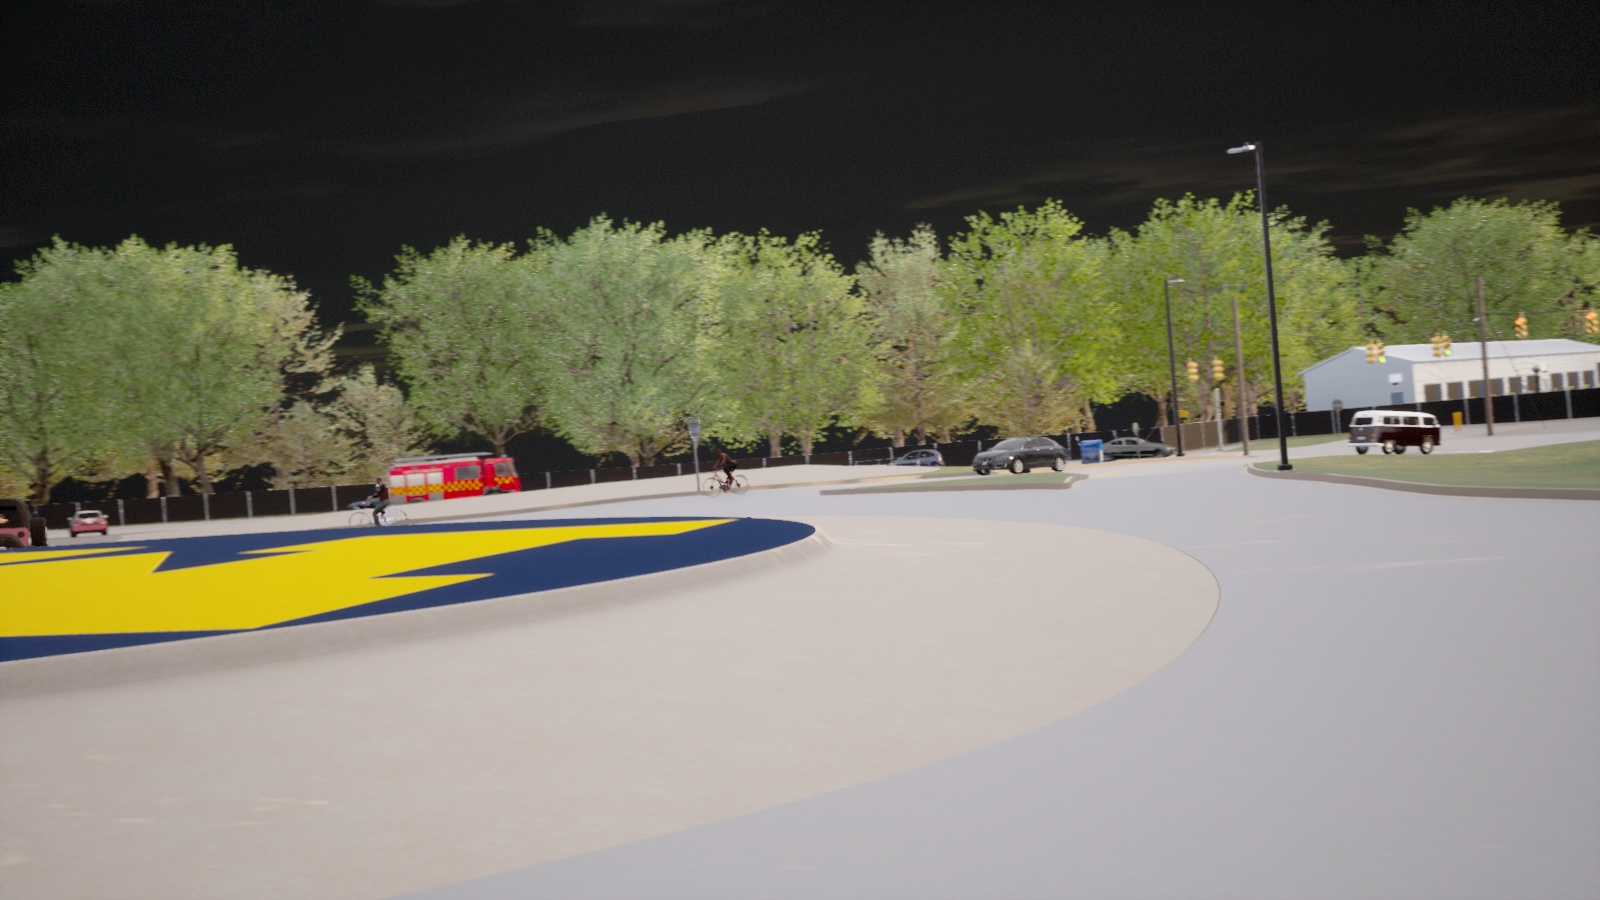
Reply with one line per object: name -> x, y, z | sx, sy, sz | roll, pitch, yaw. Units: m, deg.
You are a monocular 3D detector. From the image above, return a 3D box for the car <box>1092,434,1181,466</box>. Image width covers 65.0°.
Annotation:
car -> 21.335, 0.008, 79.641 | 5.027, 1.651, 2.152 | -3, 2, 24

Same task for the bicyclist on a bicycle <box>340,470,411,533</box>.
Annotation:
bicyclist on a bicycle -> -13.307, 1.615, 39.385 | 1.843, 1.776, 0.659 | -5, 2, -1

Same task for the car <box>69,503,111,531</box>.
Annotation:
car -> -41.692, 3.961, 73.686 | 1.970, 1.475, 3.806 | -3, -1, -32

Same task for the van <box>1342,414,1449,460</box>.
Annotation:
van -> 27.934, -0.578, 58.904 | 4.480, 2.038, 2.069 | 1, -1, -23

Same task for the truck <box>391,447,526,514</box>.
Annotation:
truck -> -23.062, 2.035, 85.299 | 8.468, 3.827, 2.891 | -4, 2, -13

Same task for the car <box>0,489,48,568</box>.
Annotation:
car -> -21.640, 2.101, 32.190 | 3.866, 1.878, 1.905 | -2, -7, -26

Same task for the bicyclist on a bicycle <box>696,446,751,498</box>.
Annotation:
bicyclist on a bicycle -> -2.565, 0.746, 42.336 | 1.656, 1.620, 0.582 | -4, 1, -23

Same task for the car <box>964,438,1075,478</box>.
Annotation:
car -> 8.898, 0.304, 50.640 | 4.892, 1.490, 1.837 | -1, -1, -45

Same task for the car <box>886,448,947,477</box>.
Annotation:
car -> 8.102, 0.852, 87.433 | 3.988, 1.617, 1.851 | -4, 2, 11

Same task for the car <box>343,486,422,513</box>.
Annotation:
car -> -29.340, 3.466, 88.403 | 4.792, 1.488, 2.163 | -3, 2, -4
